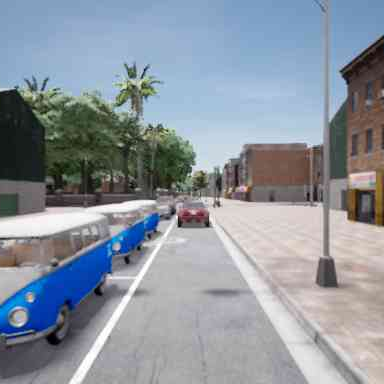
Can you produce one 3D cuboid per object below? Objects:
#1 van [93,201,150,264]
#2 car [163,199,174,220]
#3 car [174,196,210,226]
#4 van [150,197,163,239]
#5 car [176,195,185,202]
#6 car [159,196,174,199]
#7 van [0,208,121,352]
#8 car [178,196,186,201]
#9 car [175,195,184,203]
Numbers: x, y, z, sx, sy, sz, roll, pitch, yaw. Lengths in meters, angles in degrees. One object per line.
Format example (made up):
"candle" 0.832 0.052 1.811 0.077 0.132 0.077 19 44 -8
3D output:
"van" -2.640 1.342 11.531 1.690 1.788 3.998 0 0 0
"car" -2.642 1.554 27.924 2.008 1.369 4.403 0 0 0
"car" 0.097 1.355 23.253 2.097 1.767 4.553 0 0 0
"van" -2.641 1.342 16.996 1.690 1.788 3.998 0 0 0
"car" -2.651 1.577 77.225 1.967 1.590 4.097 0 0 0
"car" -2.643 1.322 33.388 2.192 1.841 5.009 0 0 0
"van" -2.639 1.342 6.067 1.690 1.788 3.998 0 0 0
"car" -2.653 1.779 88.602 1.802 1.307 4.206 0 0 0
"car" -2.651 1.551 71.537 1.967 1.590 4.097 0 0 0
